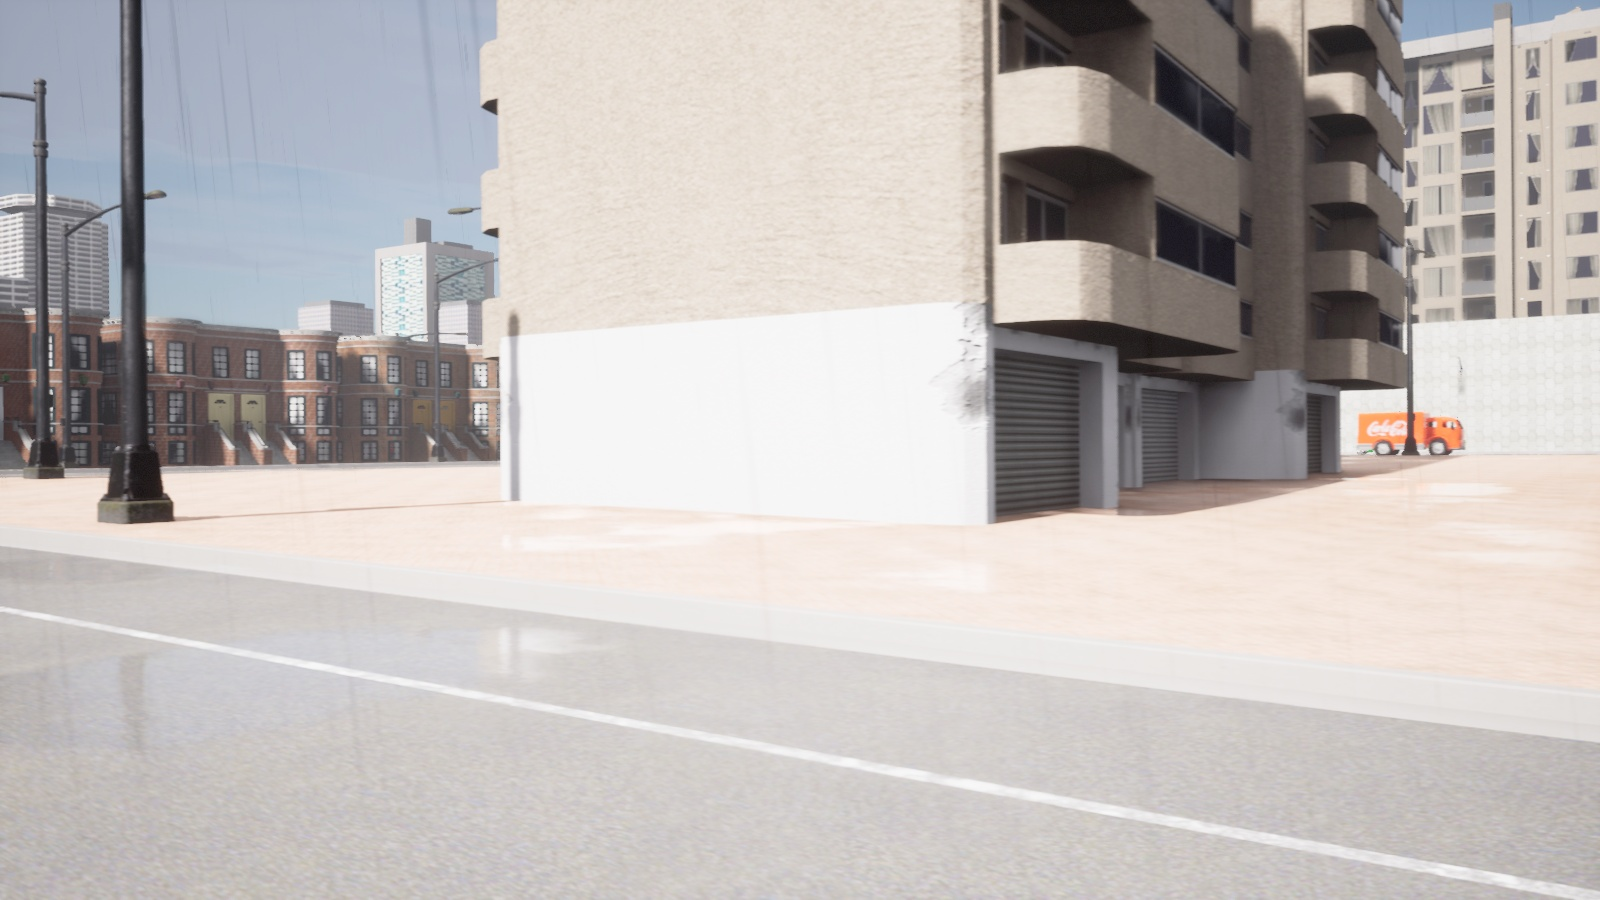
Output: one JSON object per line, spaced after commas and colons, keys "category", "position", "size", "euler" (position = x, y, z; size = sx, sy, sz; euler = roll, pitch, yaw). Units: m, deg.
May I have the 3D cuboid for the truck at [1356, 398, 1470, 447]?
{"category": "truck", "position": [33.706, -1.469, 69.102], "size": [5.204, 2.467, 2.627], "euler": [-1, 0, 35]}
